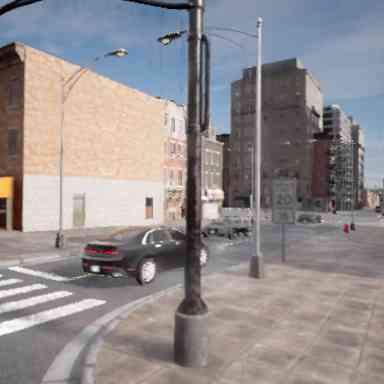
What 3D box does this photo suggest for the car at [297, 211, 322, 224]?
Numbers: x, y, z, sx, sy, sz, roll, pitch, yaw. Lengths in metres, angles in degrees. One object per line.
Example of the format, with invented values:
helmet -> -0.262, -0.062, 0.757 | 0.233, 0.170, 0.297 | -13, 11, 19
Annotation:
car -> 14.048, 2.964, 39.498 | 2.033, 1.411, 5.357 | 0, -2, 32

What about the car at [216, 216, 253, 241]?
car -> 2.270, 2.213, 21.067 | 1.994, 1.385, 4.181 | 0, -2, 32

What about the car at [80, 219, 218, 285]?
car -> -1.202, 1.793, 10.547 | 1.837, 1.490, 4.892 | -2, -3, 31
